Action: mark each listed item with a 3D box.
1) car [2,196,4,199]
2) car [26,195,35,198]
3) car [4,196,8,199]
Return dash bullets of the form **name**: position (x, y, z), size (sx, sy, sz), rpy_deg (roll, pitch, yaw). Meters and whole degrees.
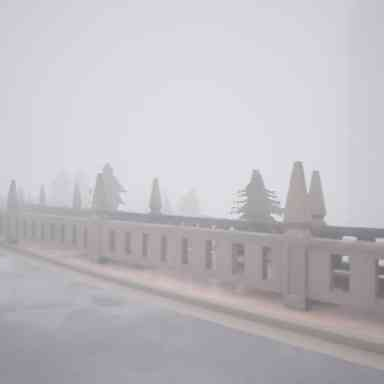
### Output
- **car**: position (-33.700, 1.615, 55.269), size (1.882, 1.535, 5.008), rpy_deg (0, 0, -10)
- **car**: position (-38.553, 1.597, 79.953), size (1.837, 1.490, 4.892), rpy_deg (0, 0, -8)
- **car**: position (-34.541, 1.508, 60.809), size (2.097, 1.767, 4.553), rpy_deg (0, 0, -8)
